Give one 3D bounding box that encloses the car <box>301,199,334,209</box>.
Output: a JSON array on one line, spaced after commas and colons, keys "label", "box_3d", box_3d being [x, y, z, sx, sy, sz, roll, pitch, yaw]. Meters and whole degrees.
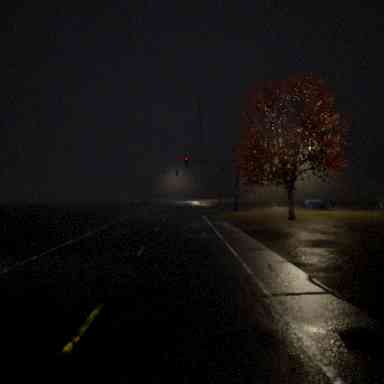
[{"label": "car", "box_3d": [17.252, 1.632, 45.808, 4.181, 1.385, 1.994, 0, 1, -2]}]
